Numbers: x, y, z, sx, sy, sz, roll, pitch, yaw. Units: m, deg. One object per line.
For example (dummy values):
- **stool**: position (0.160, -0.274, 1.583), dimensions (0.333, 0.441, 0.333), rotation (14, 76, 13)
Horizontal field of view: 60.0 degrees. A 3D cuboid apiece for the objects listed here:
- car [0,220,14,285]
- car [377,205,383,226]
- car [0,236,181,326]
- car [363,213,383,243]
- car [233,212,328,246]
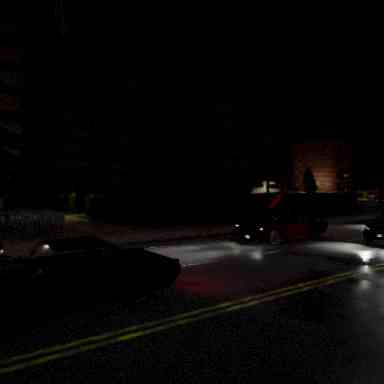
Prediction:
- **car**: position (-7.159, 1.542, 7.490), dimensions (5.357, 1.411, 2.033), rotation (0, 0, -35)
- **car**: position (14.978, 1.576, 23.144), dimensions (4.181, 1.385, 1.994), rotation (0, 0, -35)
- **car**: position (-2.647, 1.599, 6.403), dimensions (4.718, 1.301, 1.895), rotation (0, 0, -35)
- **car**: position (9.663, 1.533, 15.068), dimensions (4.674, 1.442, 1.812), rotation (0, 0, -35)
- **car**: position (4.193, 1.605, 15.512), dimensions (4.718, 1.301, 1.895), rotation (0, 0, -35)
